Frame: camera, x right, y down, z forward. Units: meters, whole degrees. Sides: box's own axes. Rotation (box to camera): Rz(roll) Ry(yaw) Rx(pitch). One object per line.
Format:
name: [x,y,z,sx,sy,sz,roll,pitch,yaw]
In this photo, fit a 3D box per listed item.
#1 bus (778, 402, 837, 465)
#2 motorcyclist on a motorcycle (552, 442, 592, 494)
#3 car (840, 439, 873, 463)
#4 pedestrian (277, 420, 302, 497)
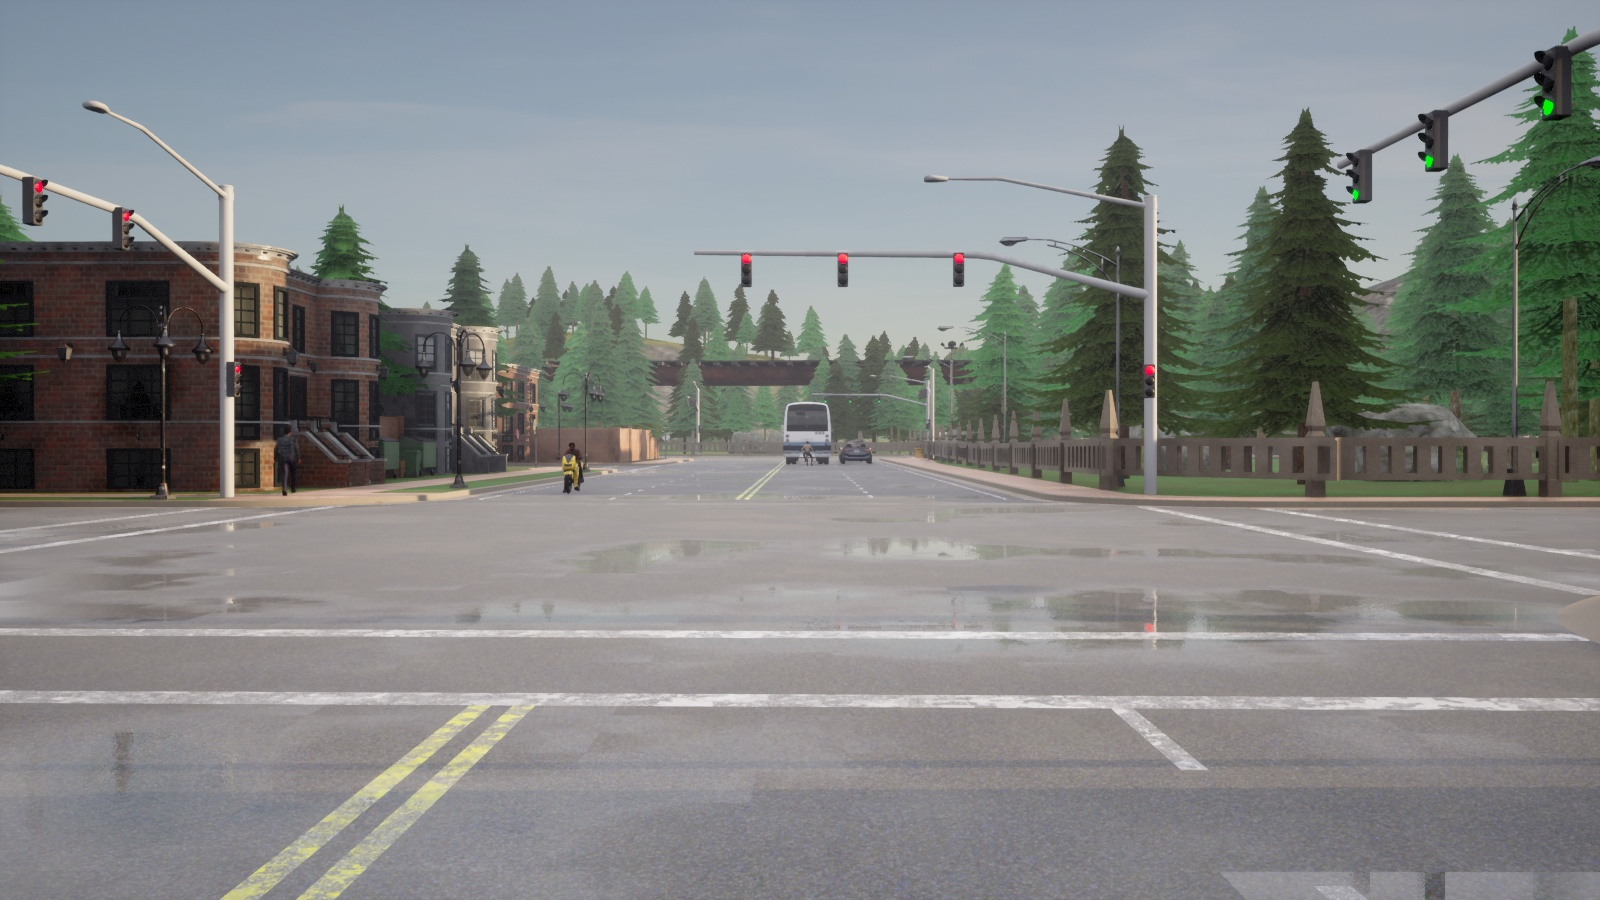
bus: [0.524,-1.136,89.810,3.944,4.253,10.273,0,0,0]
motorcyclist on a motorcycle: [-6.774,0.512,37.430,0.797,1.523,2.044,0,0,0]
car: [4.025,0.083,90.532,2.242,1.667,4.611,0,0,1]
pedestrian: [-13.142,0.212,32.316,0.423,1.949,0.788,0,0,-9]
